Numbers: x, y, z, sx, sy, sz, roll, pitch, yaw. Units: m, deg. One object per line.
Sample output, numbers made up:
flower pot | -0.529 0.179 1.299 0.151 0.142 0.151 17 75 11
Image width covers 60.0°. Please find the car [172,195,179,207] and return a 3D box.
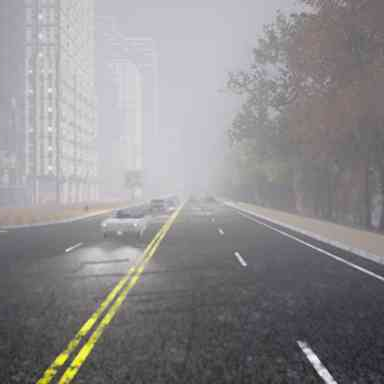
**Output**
car | -3.329 1.429 46.716 1.994 1.385 4.181 0 0 0

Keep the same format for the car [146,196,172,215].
car | -3.351 1.409 32.877 1.837 1.490 4.892 0 0 0

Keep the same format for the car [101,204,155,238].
car | -3.357 1.580 17.668 1.895 1.301 4.718 0 1 0

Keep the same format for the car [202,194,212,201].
car | 3.242 1.157 71.097 1.882 1.535 5.008 0 0 0

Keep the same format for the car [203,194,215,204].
car | 3.241 1.332 60.704 1.837 1.490 4.892 0 0 0

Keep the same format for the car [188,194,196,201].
car | -0.008 1.203 71.097 1.812 1.442 4.674 0 0 0

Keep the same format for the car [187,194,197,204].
car | -0.007 1.375 60.704 2.033 1.411 5.357 0 0 0
